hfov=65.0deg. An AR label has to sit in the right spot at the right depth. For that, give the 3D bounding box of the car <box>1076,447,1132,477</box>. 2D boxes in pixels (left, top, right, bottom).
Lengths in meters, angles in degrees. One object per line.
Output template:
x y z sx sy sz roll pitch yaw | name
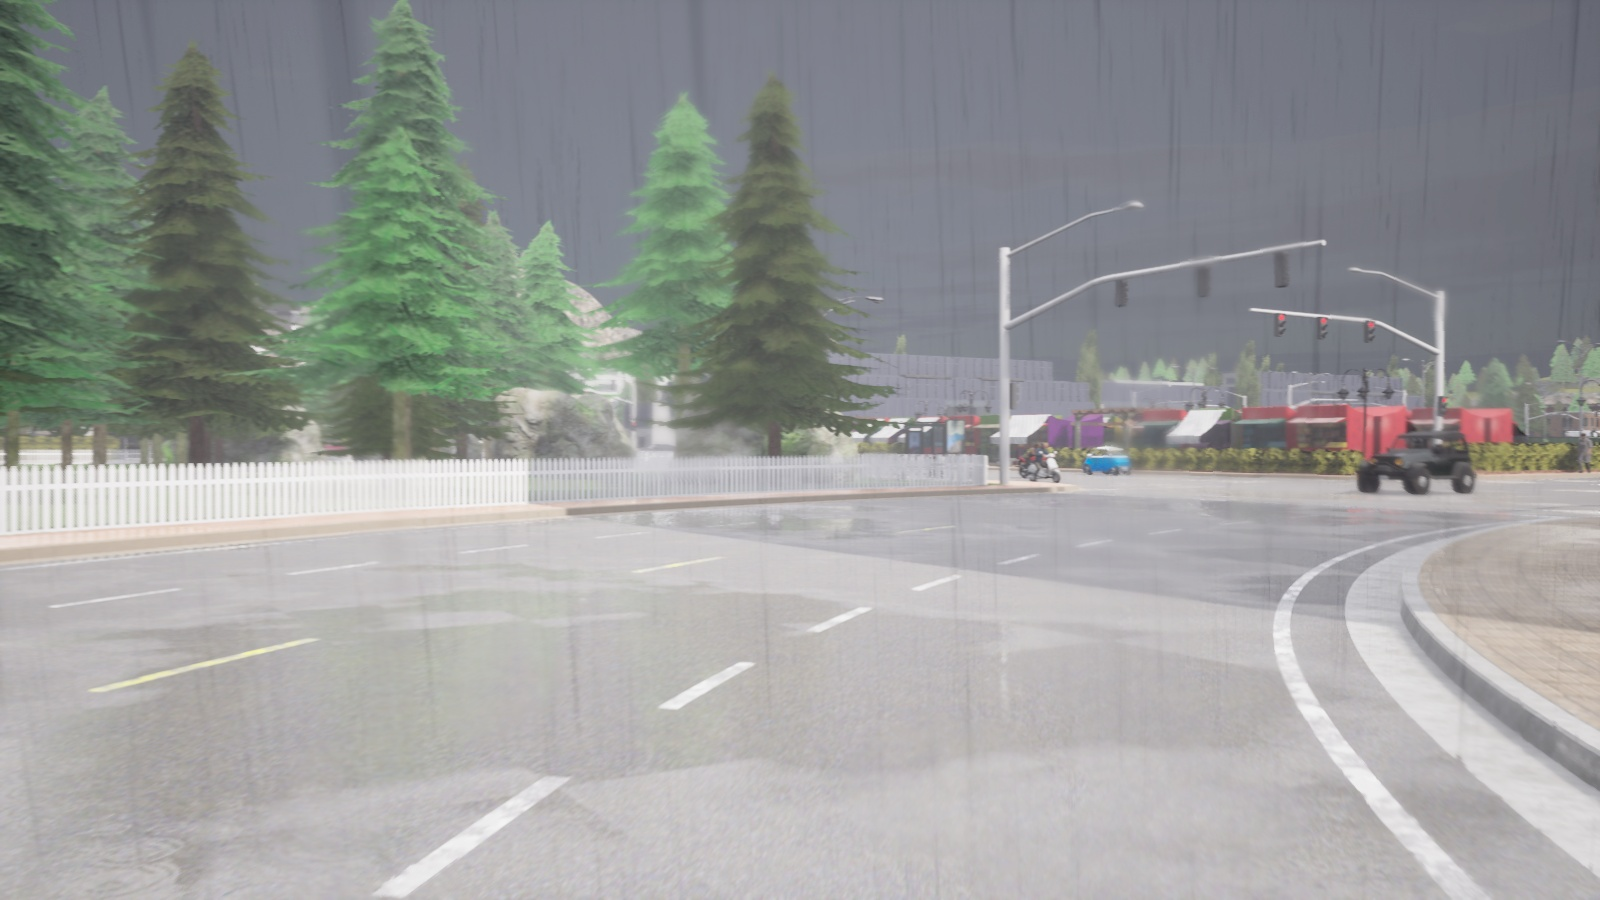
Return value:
14.529 0.547 60.066 1.481 1.376 2.207 0 1 -32 | car

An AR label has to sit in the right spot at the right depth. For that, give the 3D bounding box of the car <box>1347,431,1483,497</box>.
18.386 0.409 37.532 3.866 1.878 1.905 0 0 -32 | car

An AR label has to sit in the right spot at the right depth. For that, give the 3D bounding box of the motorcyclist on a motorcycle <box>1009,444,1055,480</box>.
9.986 0.498 54.098 0.797 1.523 2.044 0 0 -32 | motorcyclist on a motorcycle

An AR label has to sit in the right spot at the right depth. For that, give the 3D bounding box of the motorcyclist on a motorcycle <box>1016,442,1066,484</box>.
9.314 0.500 48.559 0.866 1.590 1.817 0 0 -32 | motorcyclist on a motorcycle

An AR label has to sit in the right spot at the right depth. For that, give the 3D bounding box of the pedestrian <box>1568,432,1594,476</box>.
34.986 0.155 56.251 0.873 1.952 0.659 0 0 -32 | pedestrian
